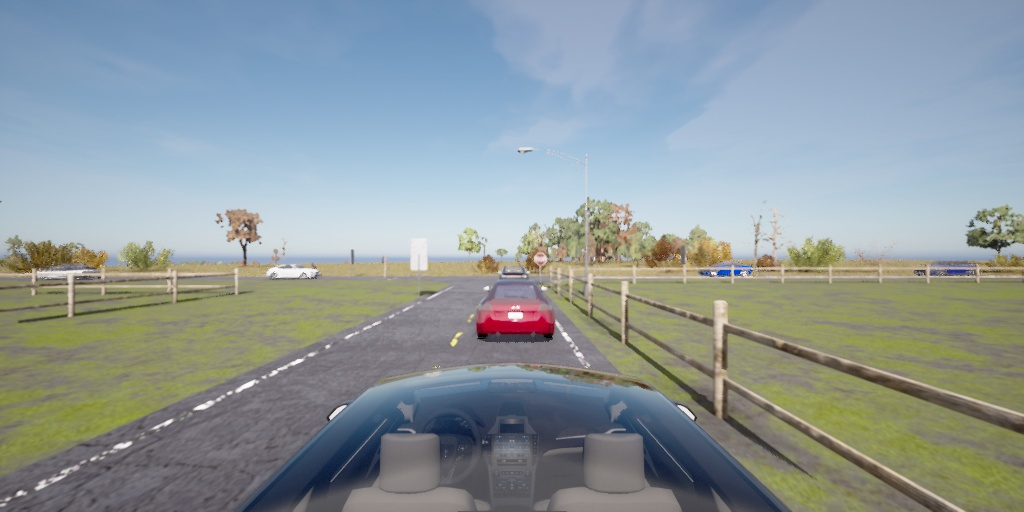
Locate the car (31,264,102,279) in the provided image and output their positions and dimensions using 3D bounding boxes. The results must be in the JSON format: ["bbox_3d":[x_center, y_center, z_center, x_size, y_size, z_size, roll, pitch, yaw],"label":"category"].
[{"bbox_3d":[-46.741,1.579,37.664,4.902,1.511,2.128,0,0,1],"label":"car"}]

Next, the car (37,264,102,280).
[{"bbox_3d":[-42.723,1.661,34.757,4.718,1.301,1.895,0,0,1],"label":"car"}]

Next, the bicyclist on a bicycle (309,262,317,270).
[{"bbox_3d":[-22.480,1.486,40.528,0.582,1.620,1.656,0,0,1],"label":"bicyclist on a bicycle"}]

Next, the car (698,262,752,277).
[{"bbox_3d":[21.960,1.378,37.116,5.008,1.535,1.882,0,0,0],"label":"car"}]

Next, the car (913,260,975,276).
[{"bbox_3d":[44.384,1.227,36.867,4.553,1.767,2.097,0,0,1],"label":"car"}]

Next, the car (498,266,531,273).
[{"bbox_3d":[0.127,1.362,22.430,2.128,1.511,4.902,0,0,1],"label":"car"}]

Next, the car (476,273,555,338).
[{"bbox_3d":[0.098,1.364,10.356,1.994,1.385,4.181,0,0,0],"label":"car"}]

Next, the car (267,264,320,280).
[{"bbox_3d":[-21.015,1.521,34.540,4.674,1.442,1.812,0,0,1],"label":"car"}]
